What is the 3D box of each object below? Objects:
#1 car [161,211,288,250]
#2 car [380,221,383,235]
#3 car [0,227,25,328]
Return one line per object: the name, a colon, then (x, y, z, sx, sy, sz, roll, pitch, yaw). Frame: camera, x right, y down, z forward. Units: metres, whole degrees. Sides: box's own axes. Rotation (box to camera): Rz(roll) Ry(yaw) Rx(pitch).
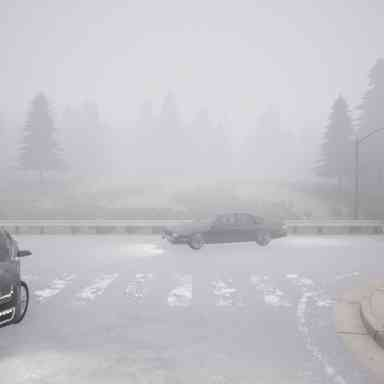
car: (1.458, 1.547, 14.282, 5.357, 1.411, 2.033, 0, 0, -20)
car: (11.237, 1.491, 15.161, 4.902, 1.511, 2.128, 0, 0, 0)
car: (-4.457, 1.505, 6.641, 1.837, 1.490, 4.892, 0, 0, -28)
